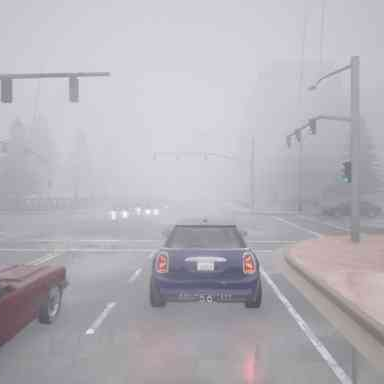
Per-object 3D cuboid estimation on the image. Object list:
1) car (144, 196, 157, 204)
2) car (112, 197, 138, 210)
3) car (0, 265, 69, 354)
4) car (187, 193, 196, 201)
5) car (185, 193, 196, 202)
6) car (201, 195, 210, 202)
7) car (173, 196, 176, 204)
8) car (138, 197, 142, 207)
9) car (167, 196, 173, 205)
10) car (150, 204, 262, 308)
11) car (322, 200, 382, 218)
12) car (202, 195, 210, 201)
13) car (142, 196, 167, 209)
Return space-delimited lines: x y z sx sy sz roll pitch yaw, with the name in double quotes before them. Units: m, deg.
"car" -7.868 1.503 63.463 1.837 1.490 4.892 0 0 3
"car" -8.705 1.599 42.530 1.895 1.301 4.718 0 0 2
"car" -3.307 1.601 4.216 1.895 1.301 4.718 0 0 2
"car" -0.092 1.220 82.486 2.150 2.045 5.566 0 0 2
"car" -0.459 1.517 72.755 1.812 1.442 4.674 0 0 2
"car" 3.076 1.546 73.619 1.994 1.385 4.181 0 0 2
"car" -4.269 1.475 65.570 1.882 1.535 5.008 0 0 3
"car" -8.347 1.490 51.835 2.128 1.511 4.902 0 0 2
"car" -4.715 1.476 55.156 1.882 1.535 5.008 0 0 2
"car" 0.305 1.352 8.090 2.097 1.767 4.553 0 0 2
"car" 14.115 1.504 29.515 4.892 1.490 1.837 0 0 4
"car" 3.404 1.473 82.324 1.882 1.535 5.008 0 0 2
"car" -5.078 1.490 45.797 2.128 1.511 4.902 0 0 2
